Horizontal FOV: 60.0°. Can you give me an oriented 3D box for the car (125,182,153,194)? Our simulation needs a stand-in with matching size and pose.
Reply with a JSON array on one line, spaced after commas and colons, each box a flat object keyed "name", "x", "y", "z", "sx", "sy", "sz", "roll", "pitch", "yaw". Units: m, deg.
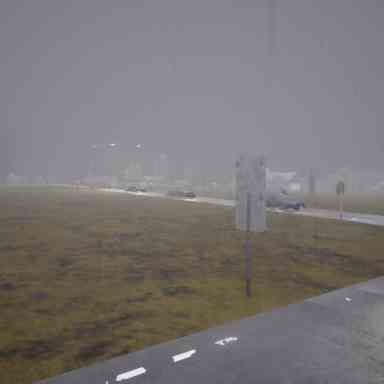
[{"name": "car", "x": -8.078, "y": -0.600, "z": 48.393, "sx": 1.837, "sy": 1.490, "sz": 4.892, "roll": 1, "pitch": 2, "yaw": -35}]

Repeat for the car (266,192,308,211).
[{"name": "car", "x": 6.714, "y": 0.694, "z": 27.180, "sx": 2.033, "sy": 1.411, "sz": 5.357, "roll": 1, "pitch": 2, "yaw": -35}]

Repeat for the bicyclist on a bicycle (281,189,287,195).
[{"name": "bicyclist on a bicycle", "x": 9.251, "y": 0.472, "z": 33.995, "sx": 1.656, "sy": 1.620, "sz": 0.582, "roll": 0, "pitch": 2, "yaw": -35}]

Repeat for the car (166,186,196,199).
[{"name": "car", "x": -1.289, "y": 0.024, "z": 38.637, "sx": 1.994, "sy": 1.385, "sz": 4.181, "roll": 1, "pitch": 2, "yaw": -35}]

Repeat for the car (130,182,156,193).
[{"name": "car", "x": -7.914, "y": -0.758, "z": 53.236, "sx": 2.128, "sy": 1.511, "sz": 4.902, "roll": 1, "pitch": 2, "yaw": -35}]

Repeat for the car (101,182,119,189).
[{"name": "car", "x": -15.964, "y": -1.333, "z": 64.750, "sx": 2.033, "sy": 1.411, "sz": 5.357, "roll": 1, "pitch": 2, "yaw": -35}]
